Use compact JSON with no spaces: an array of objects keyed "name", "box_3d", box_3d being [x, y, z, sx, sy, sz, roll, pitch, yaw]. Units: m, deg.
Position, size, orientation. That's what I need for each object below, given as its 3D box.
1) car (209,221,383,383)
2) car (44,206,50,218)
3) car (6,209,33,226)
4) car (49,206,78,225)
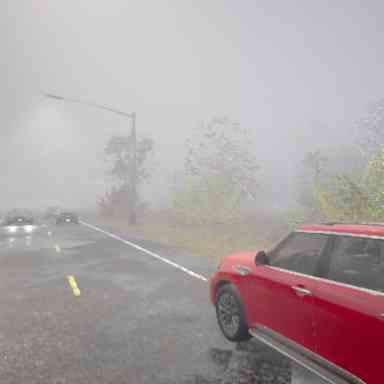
[{"name":"car","box_3d":[2.257,1.366,4.214,2.150,2.045,5.566,1,-2,-24]},{"name":"car","box_3d":[-16.671,2.390,40.012,2.033,1.411,5.357,1,-2,-28]},{"name":"car","box_3d":[-15.046,2.157,29.145,1.994,1.385,4.181,1,-2,-27]},{"name":"car","box_3d":[-11.572,2.162,30.266,1.837,1.490,4.892,1,-1,-27]}]
